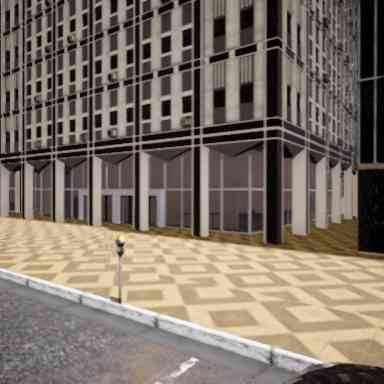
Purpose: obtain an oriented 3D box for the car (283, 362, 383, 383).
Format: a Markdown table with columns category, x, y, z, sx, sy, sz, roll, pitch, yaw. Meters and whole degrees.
| category | x | y | z | sx | sy | sz | roll | pitch | yaw |
| --- | --- | --- | --- | --- | --- | --- | --- | --- | --- |
| car | 2.216 | 1.572 | 1.296 | 4.313 | 1.339 | 1.947 | 0 | 0 | 36 |
